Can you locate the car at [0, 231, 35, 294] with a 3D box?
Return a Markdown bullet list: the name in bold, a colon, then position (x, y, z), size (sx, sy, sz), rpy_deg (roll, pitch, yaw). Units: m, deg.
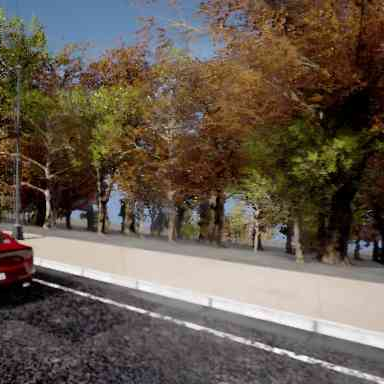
- **car**: position (-5.662, 1.449, 7.709), size (5.008, 1.535, 1.882), rpy_deg (0, 0, 35)
